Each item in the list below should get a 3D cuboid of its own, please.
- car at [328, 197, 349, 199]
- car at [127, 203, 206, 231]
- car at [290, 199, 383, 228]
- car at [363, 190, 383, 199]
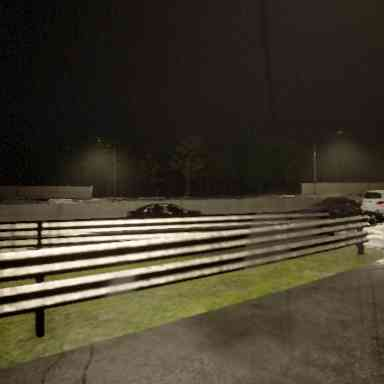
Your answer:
[{"bbox_3d":[12.171,1.172,27.007,5.008,1.535,1.882,-1,0,-14],"label":"car"},{"bbox_3d":[-1.480,1.436,19.906,4.892,1.490,1.837,-1,0,-14],"label":"car"},{"bbox_3d":[8.088,1.319,18.740,5.357,1.411,2.033,-1,0,-14],"label":"car"},{"bbox_3d":[15.015,0.873,24.123,5.566,2.045,2.150,-1,0,-14],"label":"car"}]
